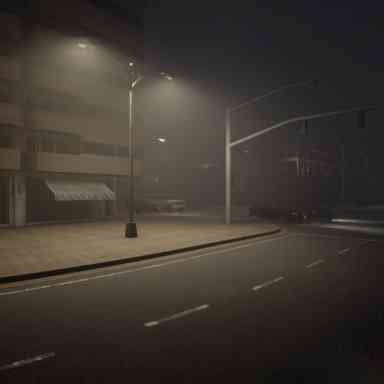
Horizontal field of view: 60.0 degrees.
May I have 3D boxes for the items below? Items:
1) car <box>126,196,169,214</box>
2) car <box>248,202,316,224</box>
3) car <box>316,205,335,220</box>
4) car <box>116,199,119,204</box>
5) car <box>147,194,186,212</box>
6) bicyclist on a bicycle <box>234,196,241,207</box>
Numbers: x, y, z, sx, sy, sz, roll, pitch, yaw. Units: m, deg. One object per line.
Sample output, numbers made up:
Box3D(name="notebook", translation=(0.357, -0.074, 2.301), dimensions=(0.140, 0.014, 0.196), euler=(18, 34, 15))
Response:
Box3D(name="car", translation=(-5.284, 1.547, 36.629), dimensions=(4.902, 1.511, 2.128), euler=(0, 0, 41))
Box3D(name="car", translation=(6.493, 1.540, 25.439), dimensions=(2.128, 1.511, 4.902), euler=(0, 0, -38))
Box3D(name="car", translation=(9.866, 1.594, 28.241), dimensions=(4.181, 1.385, 1.994), euler=(-1, -1, 41))
Box3D(name="car", translation=(-15.272, 1.603, 59.228), dimensions=(5.357, 1.411, 2.033), euler=(0, 0, 41))
Box3D(name="car", translation=(-3.254, 1.276, 39.498), dimensions=(5.566, 2.045, 2.150), euler=(0, 0, 41))
Box3D(name="bicyclist on a bicycle", translation=(6.415, 1.356, 46.991), dimensions=(0.582, 1.620, 1.656), euler=(0, 0, 41))
